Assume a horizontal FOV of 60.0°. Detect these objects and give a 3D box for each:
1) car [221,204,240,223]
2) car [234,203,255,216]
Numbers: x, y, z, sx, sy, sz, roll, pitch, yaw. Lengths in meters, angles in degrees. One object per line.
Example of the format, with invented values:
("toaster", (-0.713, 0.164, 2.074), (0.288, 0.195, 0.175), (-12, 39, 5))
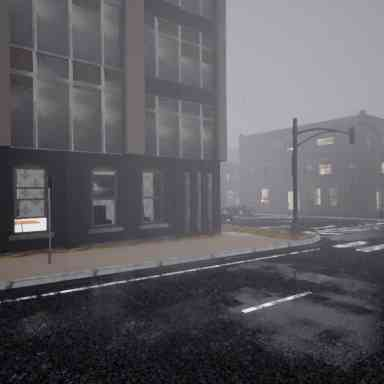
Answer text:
("car", (1.619, 1.935, 28.506), (1.947, 1.339, 4.313), (-2, 0, -37))
("car", (5.246, 1.920, 38.098), (2.008, 1.369, 4.403), (-2, 0, -37))
